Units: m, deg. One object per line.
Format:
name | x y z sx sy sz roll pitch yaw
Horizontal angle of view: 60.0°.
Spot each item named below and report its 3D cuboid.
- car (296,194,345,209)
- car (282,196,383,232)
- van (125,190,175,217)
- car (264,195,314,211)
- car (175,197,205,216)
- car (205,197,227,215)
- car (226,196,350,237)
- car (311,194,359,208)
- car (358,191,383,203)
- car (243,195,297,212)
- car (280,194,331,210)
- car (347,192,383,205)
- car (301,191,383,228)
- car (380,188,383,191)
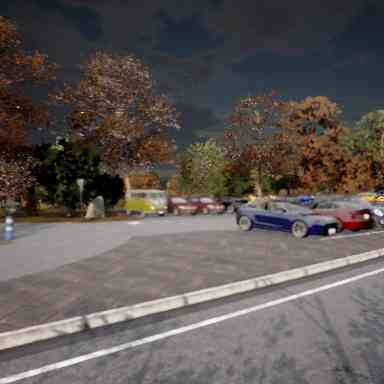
car | 14.643 1.035 38.189 2.097 1.535 5.008 -1 1 -35
car | 6.284 1.122 16.420 2.163 1.488 4.792 1 0 -35
van | -3.472 0.841 25.367 1.878 1.987 4.442 0 1 -35
car | 10.084 1.130 34.971 2.163 1.488 4.792 0 0 -35
car | -1.357 1.124 27.005 2.002 1.452 4.674 1 0 -35
car | 0.925 1.144 28.601 2.002 1.452 4.674 1 0 -35
car | 4.037 1.102 14.776 2.163 1.488 4.792 1 0 -35
car | 17.033 0.988 39.861 2.231 1.521 4.892 -1 1 -35
car | 26.057 0.719 46.189 2.097 1.535 5.008 -2 1 -35
car | 7.784 1.113 33.624 1.946 1.575 5.366 0 0 -35
car | 12.357 1.072 36.590 2.097 1.535 5.008 -1 0 -35
car | 23.882 0.797 44.434 1.946 1.575 5.366 -2 1 -35
car | 8.567 0.987 18.020 2.185 1.767 4.553 0 0 -35
car | 13.134 0.878 21.212 2.435 2.045 5.566 0 0 -35
